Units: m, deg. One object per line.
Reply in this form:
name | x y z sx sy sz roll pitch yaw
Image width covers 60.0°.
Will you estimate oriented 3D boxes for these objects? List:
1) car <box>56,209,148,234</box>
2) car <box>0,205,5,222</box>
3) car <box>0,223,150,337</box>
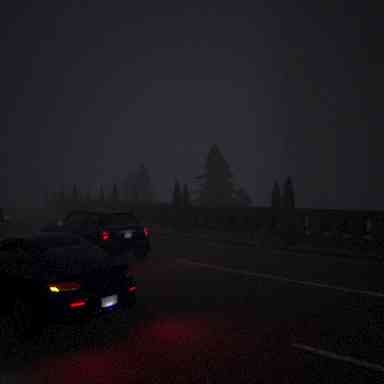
car | -3.578 1.377 11.832 4.553 1.767 2.097 0 0 42
car | -15.938 1.551 26.116 1.837 1.490 4.892 -1 0 -35
car | -3.068 1.542 6.683 4.674 1.442 1.812 0 0 40
